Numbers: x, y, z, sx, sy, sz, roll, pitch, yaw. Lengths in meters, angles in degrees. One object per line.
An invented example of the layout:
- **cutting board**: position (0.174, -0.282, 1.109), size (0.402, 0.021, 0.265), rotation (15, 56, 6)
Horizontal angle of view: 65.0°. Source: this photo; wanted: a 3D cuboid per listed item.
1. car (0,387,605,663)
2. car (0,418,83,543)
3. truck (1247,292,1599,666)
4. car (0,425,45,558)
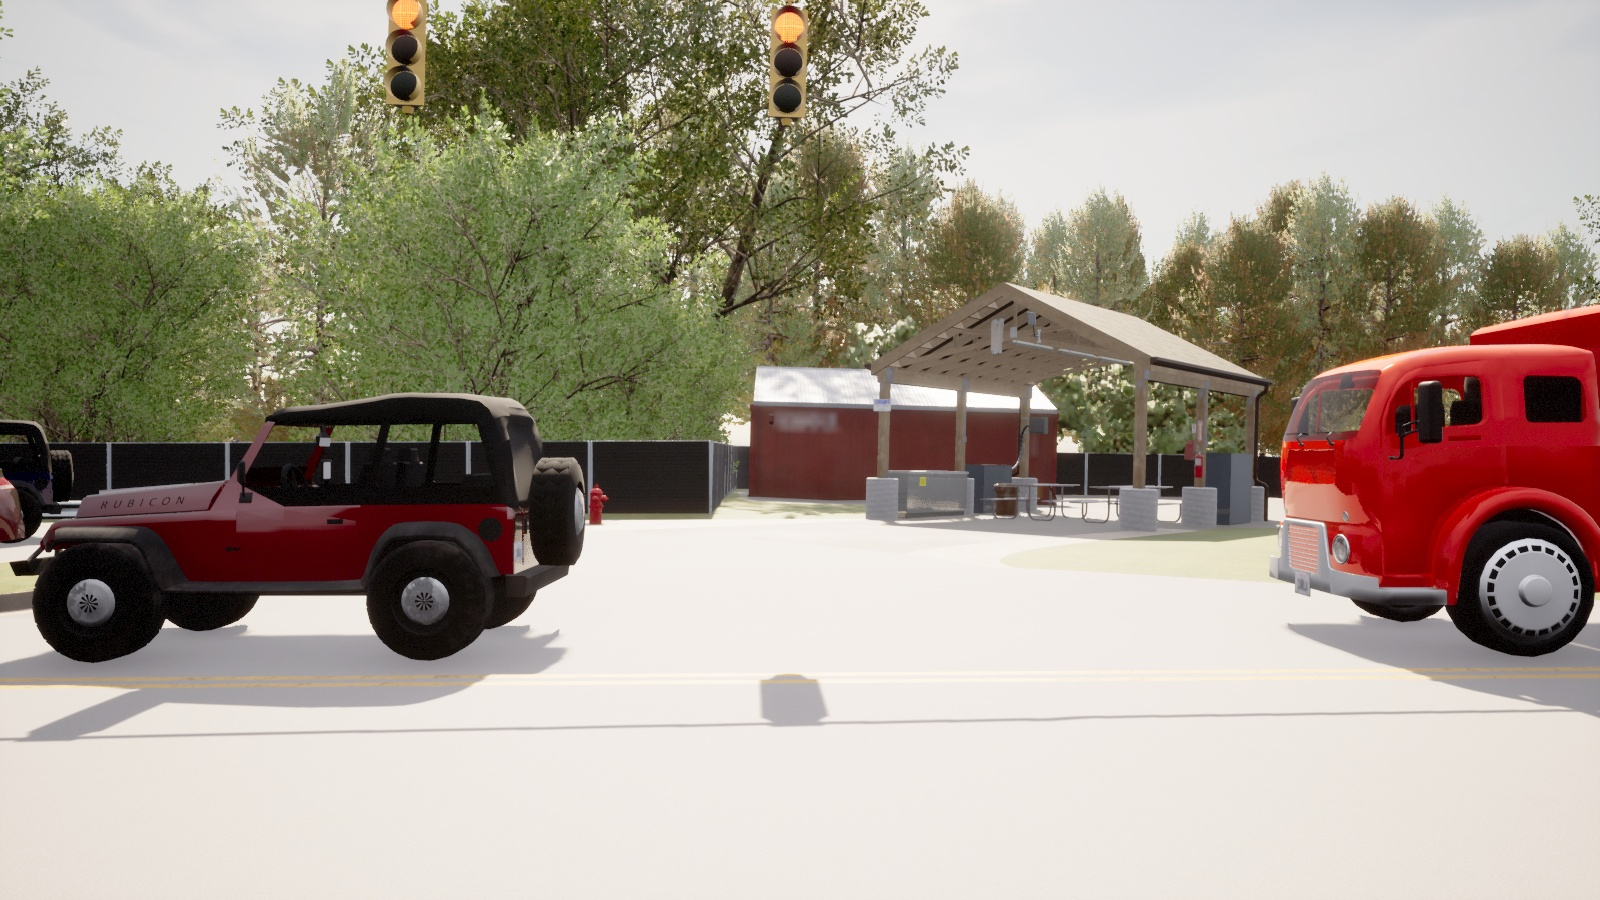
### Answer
- **car**: position (-3.577, 0.518, 9.586), size (3.866, 1.878, 1.905), rotation (0, 0, 0)
- **car**: position (-13.277, 0.428, 19.139), size (3.866, 1.878, 1.905), rotation (1, 1, -36)
- **truck**: position (6.484, 0.191, 9.585), size (5.204, 2.467, 2.627), rotation (0, 0, 1)
- **car**: position (-12.019, 0.471, 14.677), size (2.152, 1.651, 5.027), rotation (1, 0, 41)
